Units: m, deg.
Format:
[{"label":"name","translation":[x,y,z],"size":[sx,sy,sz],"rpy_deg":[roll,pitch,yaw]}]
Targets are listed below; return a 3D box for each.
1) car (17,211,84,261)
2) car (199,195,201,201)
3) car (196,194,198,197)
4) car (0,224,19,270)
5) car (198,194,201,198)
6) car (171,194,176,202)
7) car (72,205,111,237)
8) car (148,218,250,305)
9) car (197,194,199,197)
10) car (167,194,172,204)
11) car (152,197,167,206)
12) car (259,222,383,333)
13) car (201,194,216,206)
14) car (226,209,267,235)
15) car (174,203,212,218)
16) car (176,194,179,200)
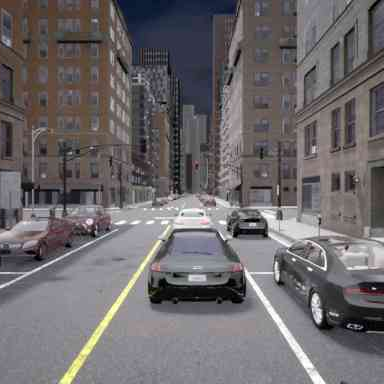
[{"label":"car","translation":[-5.661,1.586,12.228],"size":[1.802,1.307,4.206],"rpy_deg":[0,0,0]},{"label":"car","translation":[2.964,1.627,65.630],"size":[2.008,1.369,4.403],"rpy_deg":[0,0,0]},{"label":"car","translation":[3.033,1.485,92.676],"size":[2.192,1.841,5.009],"rpy_deg":[0,0,0]},{"label":"car","translation":[-5.665,1.568,6.727],"size":[1.947,1.339,4.313],"rpy_deg":[0,0,0]},{"label":"car","translation":[2.991,1.548,76.448],"size":[1.967,1.590,4.097],"rpy_deg":[0,0,0]},{"label":"car","translation":[-5.519,1.651,81.705],"size":[1.752,1.417,4.829],"rpy_deg":[0,0,0]},{"label":"car","translation":[-5.656,1.446,17.730],"size":[1.967,1.590,4.097],"rpy_deg":[0,0,0]},{"label":"car","translation":[0.089,1.566,8.185],"size":[1.994,1.385,4.181],"rpy_deg":[0,0,0]},{"label":"car","translation":[3.020,1.587,87.266],"size":[1.967,1.590,4.097],"rpy_deg":[0,0,0]},{"label":"car","translation":[-5.561,1.627,65.649],"size":[2.008,1.369,4.403],"rpy_deg":[0,0,0]},{"label":"car","translation":[-5.590,1.635,54.833],"size":[1.802,1.307,4.206],"rpy_deg":[0,0,0]},{"label":"car","translation":[2.860,1.553,6.720],"size":[2.008,1.369,4.403],"rpy_deg":[0,0,0]},{"label":"car","translation":[2.934,1.493,54.813],"size":[1.967,1.590,4.097],"rpy_deg":[0,0,0]},{"label":"car","translation":[2.870,1.572,17.722],"size":[1.947,1.339,4.313],"rpy_deg":[0,0,0]},{"label":"car","translation":[0.048,1.532,16.944],"size":[1.812,1.442,4.674],"rpy_deg":[0,0,1]},{"label":"car","translation":[-5.491,1.485,92.693],"size":[2.192,1.841,5.009],"rpy_deg":[0,0,0]}]
